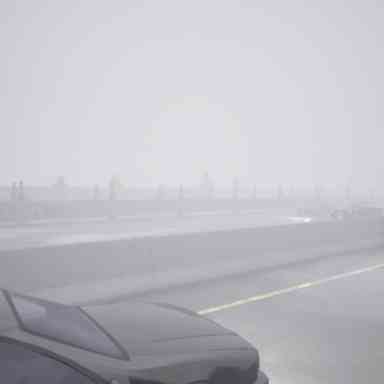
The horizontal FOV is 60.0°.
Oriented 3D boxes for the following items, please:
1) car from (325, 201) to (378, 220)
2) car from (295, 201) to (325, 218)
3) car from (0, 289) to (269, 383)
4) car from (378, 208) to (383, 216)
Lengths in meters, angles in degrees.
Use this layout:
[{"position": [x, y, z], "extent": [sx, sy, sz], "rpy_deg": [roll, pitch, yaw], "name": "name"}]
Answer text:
[{"position": [12.688, 1.493, 25.694], "extent": [4.718, 1.301, 1.895], "rpy_deg": [0, 0, -35], "name": "car"}, {"position": [10.827, 1.446, 28.662], "extent": [4.181, 1.385, 1.994], "rpy_deg": [0, 0, -35], "name": "car"}, {"position": [-1.873, 1.539, 2.396], "extent": [5.357, 1.411, 2.033], "rpy_deg": [0, 0, -35], "name": "car"}, {"position": [15.948, 1.119, 23.704], "extent": [5.566, 2.045, 2.150], "rpy_deg": [0, 0, -35], "name": "car"}]
